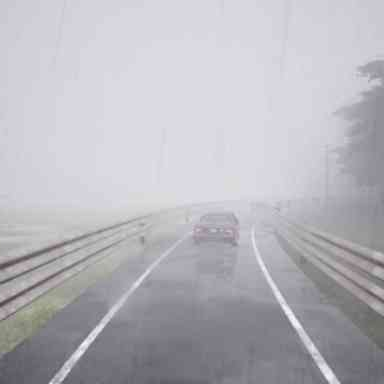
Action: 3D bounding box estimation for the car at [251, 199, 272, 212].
[{"bbox_3d":[8.590,1.580,40.900,1.882,1.535,5.008,0,0,23],"label":"car"}]

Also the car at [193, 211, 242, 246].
[{"bbox_3d":[1.256,1.567,15.420,2.033,1.411,5.357,0,0,10],"label":"car"}]
